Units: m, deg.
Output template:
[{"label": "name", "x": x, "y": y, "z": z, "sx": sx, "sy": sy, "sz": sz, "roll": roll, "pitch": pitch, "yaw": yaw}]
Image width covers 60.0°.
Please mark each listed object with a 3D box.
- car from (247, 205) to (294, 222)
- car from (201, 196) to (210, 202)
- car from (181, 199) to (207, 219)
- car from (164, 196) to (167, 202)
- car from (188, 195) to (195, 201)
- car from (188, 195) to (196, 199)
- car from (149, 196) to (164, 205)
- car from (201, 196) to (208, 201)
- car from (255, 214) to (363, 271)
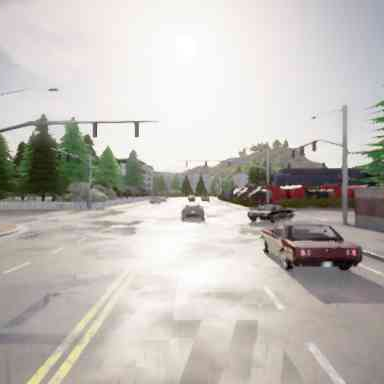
[{"label": "car", "x": 6.269, "y": 1.659, "z": 25.965, "sx": 1.895, "sy": 1.301, "sz": 4.718, "roll": 0, "pitch": 0, "yaw": 39}, {"label": "car", "x": 3.468, "y": 1.794, "z": 83.344, "sx": 1.895, "sy": 1.301, "sz": 4.718, "roll": 0, "pitch": 0, "yaw": 0}, {"label": "car", "x": 0.079, "y": 1.625, "z": 29.381, "sx": 1.994, "sy": 1.385, "sz": 4.181, "roll": 0, "pitch": 0, "yaw": 0}, {"label": "car", "x": -7.031, "y": 1.715, "z": 79.749, "sx": 1.812, "sy": 1.442, "sz": 4.674, "roll": 0, "pitch": 0, "yaw": 0}, {"label": "car", "x": -0.035, "y": 1.582, "z": 92.222, "sx": 1.882, "sy": 1.535, "sz": 5.008, "roll": 0, "pitch": 0, "yaw": 0}, {"label": "car", "x": -0.032, "y": 1.724, "z": 83.059, "sx": 2.128, "sy": 1.511, "sz": 4.902, "roll": 0, "pitch": 0, "yaw": 0}, {"label": "car", "x": -7.037, "y": 1.657, "z": 64.122, "sx": 1.837, "sy": 1.490, "sz": 4.892, "roll": 0, "pitch": 0, "yaw": 0}, {"label": "car", "x": 3.465, "y": 1.700, "z": 92.253, "sx": 1.895, "sy": 1.301, "sz": 4.718, "roll": 0, "pitch": 0, "yaw": 0}, {"label": "car", "x": 3.572, "y": 1.628, "z": 10.983, "sx": 1.895, "sy": 1.301, "sz": 4.718, "roll": 0, "pitch": 0, "yaw": 0}]
